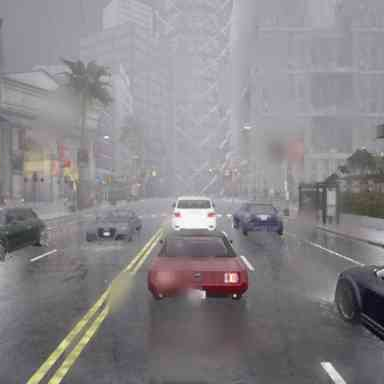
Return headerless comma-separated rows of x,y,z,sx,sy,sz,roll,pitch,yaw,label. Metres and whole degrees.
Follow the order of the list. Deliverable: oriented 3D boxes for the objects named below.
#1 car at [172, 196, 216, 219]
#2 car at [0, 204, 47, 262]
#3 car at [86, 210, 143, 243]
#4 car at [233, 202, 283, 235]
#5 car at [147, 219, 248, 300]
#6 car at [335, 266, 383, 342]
0.096,1.221,18.101,2.150,2.045,5.566,0,0,0,car
-7.087,1.351,11.919,2.097,1.767,4.553,0,0,0,car
-3.571,1.563,15.915,1.994,1.385,4.181,0,0,0,car
3.600,1.352,18.850,2.097,1.767,4.553,0,0,0,car
0.104,1.600,8.333,1.895,1.301,4.718,0,0,0,car
3.635,1.565,4.469,1.994,1.385,4.181,0,0,0,car
